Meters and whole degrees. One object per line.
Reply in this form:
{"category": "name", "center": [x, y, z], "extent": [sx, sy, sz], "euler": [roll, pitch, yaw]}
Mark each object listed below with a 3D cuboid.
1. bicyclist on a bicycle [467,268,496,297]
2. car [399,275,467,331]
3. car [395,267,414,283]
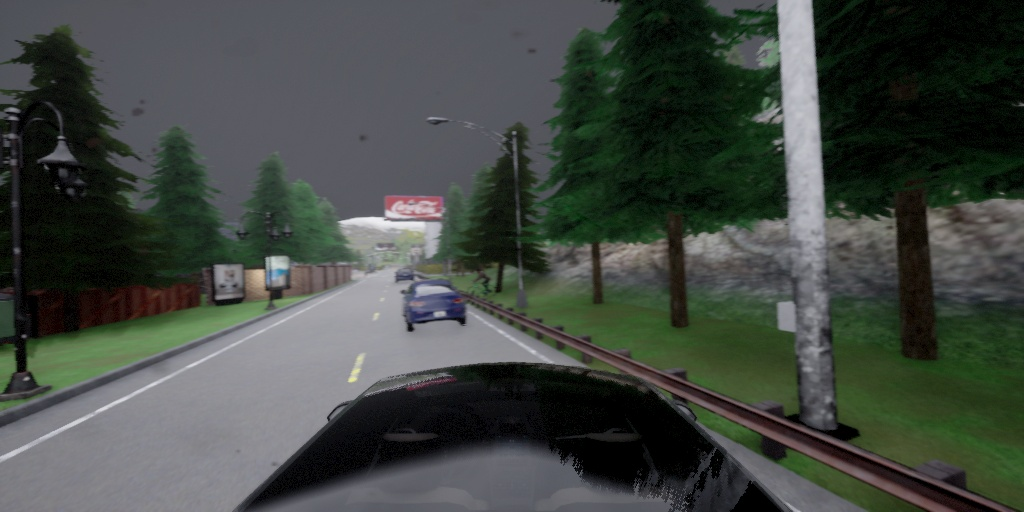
{"category": "bicyclist on a bicycle", "center": [-1.669, 1.498, 19.694], "extent": [1.656, 1.620, 0.582], "euler": [-2, -1, -18]}
{"category": "car", "center": [-2.747, 1.518, 12.218], "extent": [1.812, 1.442, 4.674], "euler": [-2, -1, -18]}
{"category": "car", "center": [-12.485, 2.148, 41.708], "extent": [2.097, 1.767, 4.553], "euler": [-2, -1, -18]}
